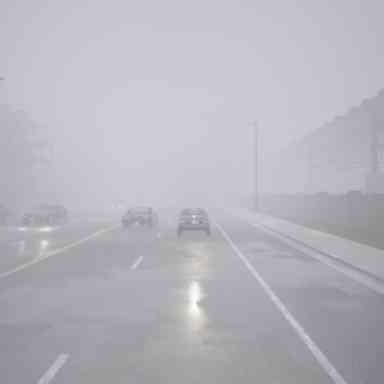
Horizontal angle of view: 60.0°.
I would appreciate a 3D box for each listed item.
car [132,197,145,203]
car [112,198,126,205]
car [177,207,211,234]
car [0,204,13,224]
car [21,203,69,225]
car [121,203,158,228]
[{"bbox_3d":[-10.480,1.688,65.253,2.033,1.411,5.357,0,0,0],"label":"car"},{"bbox_3d":[-13.986,1.753,63.573,1.895,1.301,4.718,0,0,0],"label":"car"},{"bbox_3d":[0.107,1.595,19.408,2.033,1.411,5.357,0,0,0],"label":"car"},{"bbox_3d":[-14.086,1.562,22.544,1.837,1.490,4.892,0,0,0],"label":"car"},{"bbox_3d":[-10.585,1.566,24.387,1.837,1.490,4.892,0,0,0],"label":"car"},{"bbox_3d":[-3.392,1.657,22.598,1.895,1.301,4.718,0,0,0],"label":"car"}]
